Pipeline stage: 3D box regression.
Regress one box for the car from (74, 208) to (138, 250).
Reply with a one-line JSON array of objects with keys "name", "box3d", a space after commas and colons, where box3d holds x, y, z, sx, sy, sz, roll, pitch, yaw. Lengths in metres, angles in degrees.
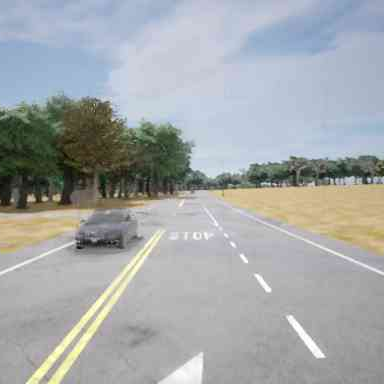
[{"name": "car", "box3d": [-3.505, 1.501, 14.362, 1.837, 1.490, 4.892, 0, 0, 0]}]
